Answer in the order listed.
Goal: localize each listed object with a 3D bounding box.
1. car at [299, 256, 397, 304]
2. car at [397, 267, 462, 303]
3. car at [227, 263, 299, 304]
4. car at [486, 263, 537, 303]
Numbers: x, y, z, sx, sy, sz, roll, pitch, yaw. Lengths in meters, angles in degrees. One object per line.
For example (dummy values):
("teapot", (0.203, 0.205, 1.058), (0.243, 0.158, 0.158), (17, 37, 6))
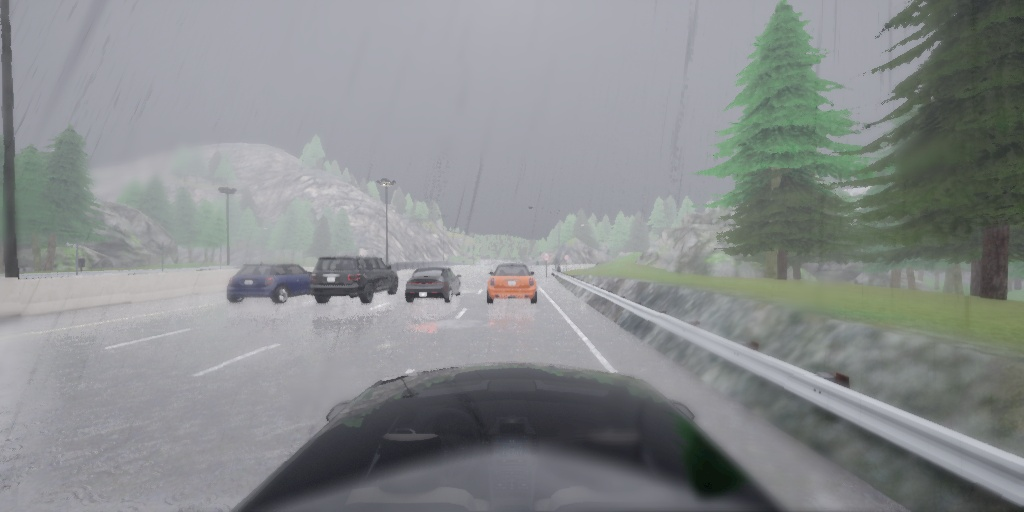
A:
("car", (-7.007, 0.999, 16.555), (2.150, 2.045, 5.566), (0, 0, 0))
("car", (-3.507, 1.258, 16.535), (1.837, 1.490, 4.892), (0, 0, 0))
("car", (-10.507, 1.107, 16.486), (2.097, 1.767, 4.553), (0, 0, 0))
("car", (-0.007, 1.107, 16.515), (2.097, 1.767, 4.553), (0, 0, 0))
